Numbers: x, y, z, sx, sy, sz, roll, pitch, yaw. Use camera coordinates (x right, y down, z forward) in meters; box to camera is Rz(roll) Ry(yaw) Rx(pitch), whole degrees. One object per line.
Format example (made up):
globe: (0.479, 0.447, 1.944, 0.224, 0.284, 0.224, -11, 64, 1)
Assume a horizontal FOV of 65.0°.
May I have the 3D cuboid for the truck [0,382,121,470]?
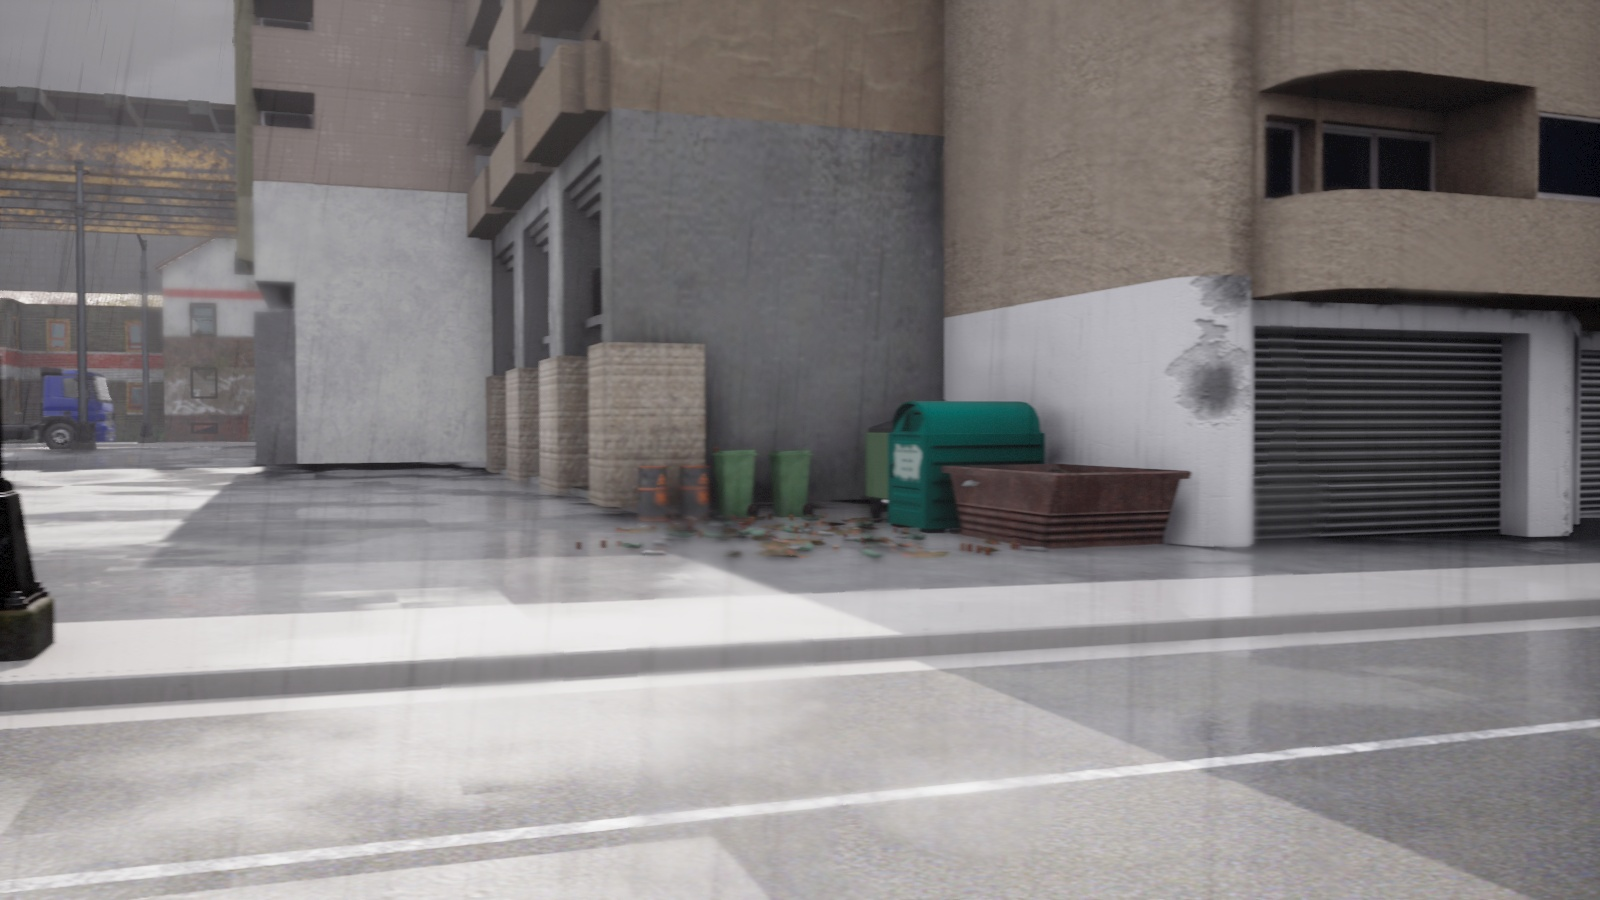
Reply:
truck: (-32.754, -0.952, 51.806, 7.936, 3.462, 2.891, -2, 1, -21)
